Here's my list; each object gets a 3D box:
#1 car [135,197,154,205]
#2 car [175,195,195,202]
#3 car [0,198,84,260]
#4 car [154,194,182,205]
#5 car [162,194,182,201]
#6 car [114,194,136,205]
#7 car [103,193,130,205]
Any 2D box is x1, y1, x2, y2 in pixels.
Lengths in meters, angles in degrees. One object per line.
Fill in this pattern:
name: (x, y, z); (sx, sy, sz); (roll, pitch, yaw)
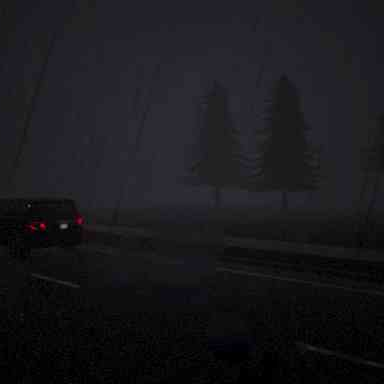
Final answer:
car: (-7.079, 1.620, 58.111); (1.895, 1.301, 4.718); (0, 0, 36)
car: (-1.544, 1.342, 71.611); (1.895, 1.301, 4.718); (0, 0, 36)
car: (-6.488, 1.230, 12.757); (5.566, 2.045, 2.150); (0, 0, 36)
car: (-3.760, 1.368, 56.740); (2.097, 1.767, 4.553); (0, 0, 36)
car: (-4.362, 1.249, 73.686); (1.837, 1.490, 4.892); (0, 0, 36)
car: (-10.677, 1.569, 59.095); (2.033, 1.411, 5.357); (0, 0, 36)
car: (-13.559, 1.244, 61.057); (2.150, 2.045, 5.566); (0, 0, 36)
